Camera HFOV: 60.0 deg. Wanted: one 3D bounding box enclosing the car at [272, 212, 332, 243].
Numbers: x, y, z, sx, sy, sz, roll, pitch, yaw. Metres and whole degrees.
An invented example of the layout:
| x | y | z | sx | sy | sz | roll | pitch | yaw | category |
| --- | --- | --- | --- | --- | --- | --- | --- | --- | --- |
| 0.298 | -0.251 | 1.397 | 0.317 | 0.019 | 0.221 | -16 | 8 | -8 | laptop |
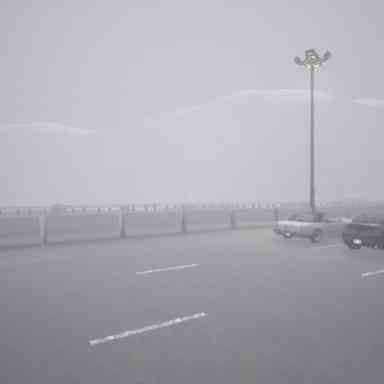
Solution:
| x | y | z | sx | sy | sz | roll | pitch | yaw | category |
| --- | --- | --- | --- | --- | --- | --- | --- | --- | --- |
| 6.239 | 1.616 | 16.081 | 4.718 | 1.301 | 1.895 | 0 | 0 | -30 | car |

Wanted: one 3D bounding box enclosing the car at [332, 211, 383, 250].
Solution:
| x | y | z | sx | sy | sz | roll | pitch | yaw | category |
| --- | --- | --- | --- | --- | --- | --- | --- | --- | --- |
| 7.970 | 1.516 | 13.039 | 4.892 | 1.490 | 1.837 | 0 | 0 | -30 | car |
